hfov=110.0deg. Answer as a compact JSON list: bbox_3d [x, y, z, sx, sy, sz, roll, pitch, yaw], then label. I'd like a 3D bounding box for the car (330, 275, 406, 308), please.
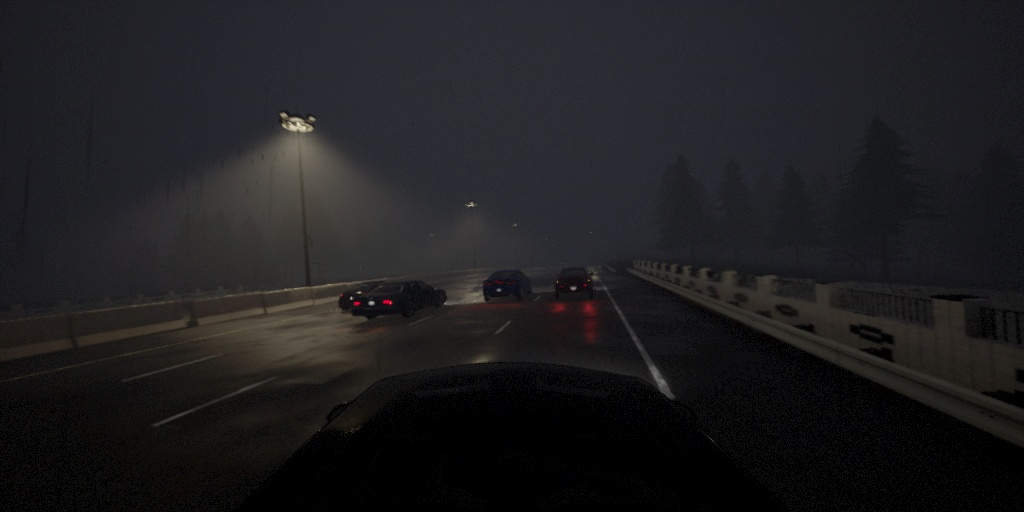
[{"bbox_3d":[-7.303,2.021,19.299,1.994,1.385,4.181,-4,-1,12],"label":"car"}]

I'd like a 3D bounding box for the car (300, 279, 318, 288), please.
[{"bbox_3d":[-23.673,3.543,43.957,1.812,1.442,4.674,-4,-1,12],"label":"car"}]

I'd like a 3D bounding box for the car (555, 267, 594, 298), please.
[{"bbox_3d":[3.235,1.283,18.529,1.812,1.442,4.674,-4,-1,12],"label":"car"}]

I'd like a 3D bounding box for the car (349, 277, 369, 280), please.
[{"bbox_3d":[-16.837,3.136,42.505,1.895,1.301,4.718,-4,-1,12],"label":"car"}]

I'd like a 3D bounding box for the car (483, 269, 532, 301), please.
[{"bbox_3d":[-0.134,1.471,19.493,1.882,1.535,5.008,-4,-1,12],"label":"car"}]

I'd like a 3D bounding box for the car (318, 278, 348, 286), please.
[{"bbox_3d":[-20.251,3.353,43.245,2.033,1.411,5.357,-4,-1,12],"label":"car"}]

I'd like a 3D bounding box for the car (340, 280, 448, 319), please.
[{"bbox_3d":[-4.550,1.759,15.387,2.033,1.411,5.357,-4,-1,12],"label":"car"}]
